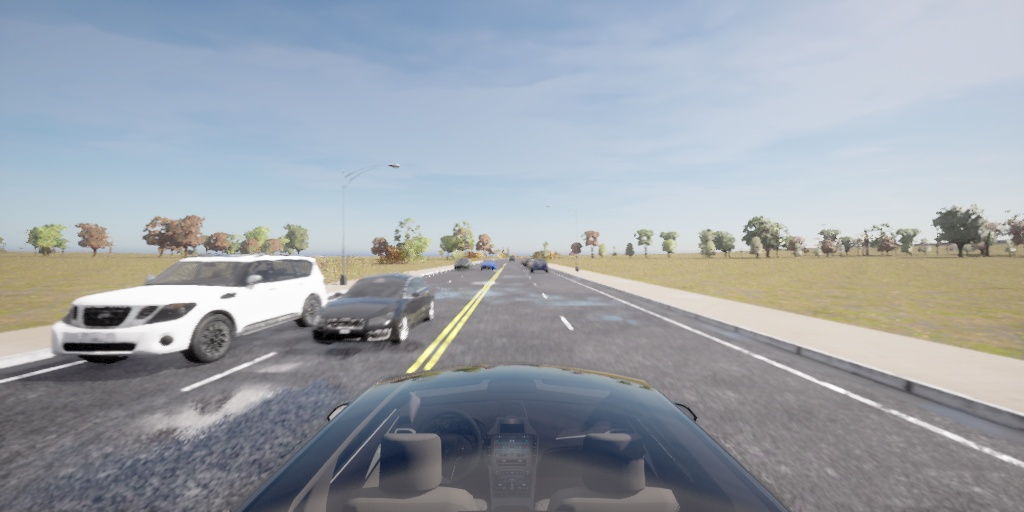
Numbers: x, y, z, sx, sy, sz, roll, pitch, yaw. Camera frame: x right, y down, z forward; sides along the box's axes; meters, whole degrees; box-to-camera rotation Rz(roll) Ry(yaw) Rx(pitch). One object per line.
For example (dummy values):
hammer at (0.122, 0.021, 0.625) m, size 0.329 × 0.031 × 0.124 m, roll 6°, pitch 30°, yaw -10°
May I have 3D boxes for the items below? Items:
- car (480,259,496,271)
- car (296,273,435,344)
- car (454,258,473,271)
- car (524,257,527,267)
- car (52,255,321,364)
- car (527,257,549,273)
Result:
car at (-3.303, 1.215, 49.960) m, size 1.882 × 1.535 × 5.008 m, roll 0°, pitch 0°, yaw 1°
car at (-3.345, 1.255, 9.612) m, size 1.837 × 1.490 × 4.892 m, roll 0°, pitch 0°, yaw 0°
car at (-6.551, 1.090, 48.751) m, size 2.097 × 1.767 × 4.553 m, roll 0°, pitch 0°, yaw 0°
car at (3.259, 1.191, 54.773) m, size 1.801 × 1.575 × 5.366 m, roll 0°, pitch 0°, yaw 0°
car at (-6.598, 0.974, 8.459) m, size 2.150 × 2.045 × 5.566 m, roll 0°, pitch 0°, yaw 0°
car at (3.257, 1.092, 43.553) m, size 2.097 × 1.767 × 4.553 m, roll 0°, pitch 0°, yaw 0°
